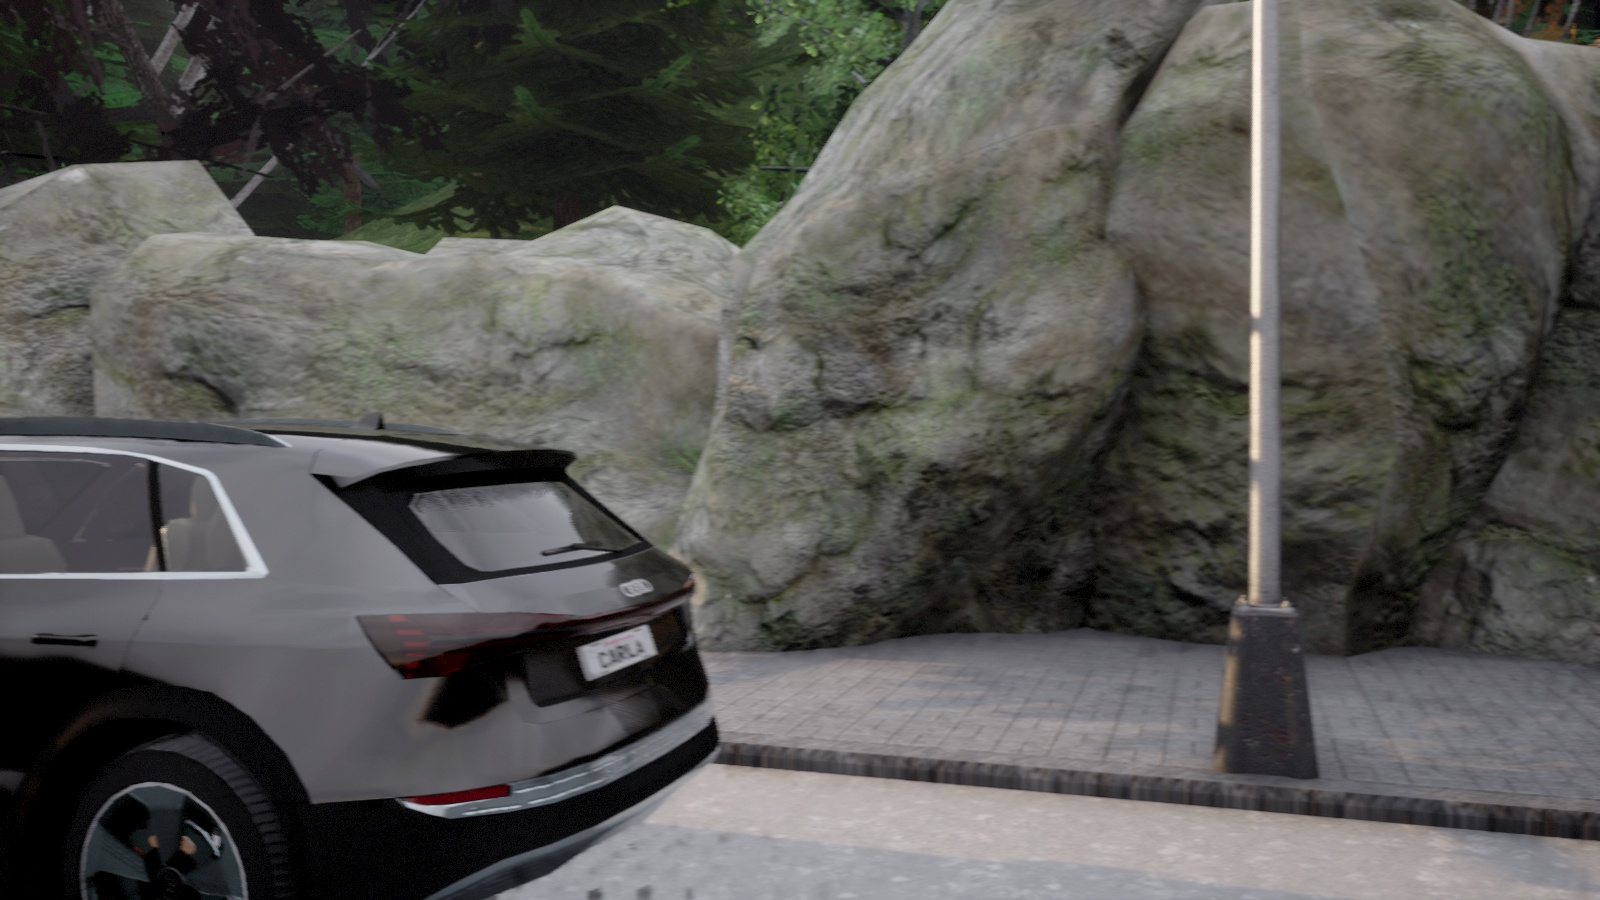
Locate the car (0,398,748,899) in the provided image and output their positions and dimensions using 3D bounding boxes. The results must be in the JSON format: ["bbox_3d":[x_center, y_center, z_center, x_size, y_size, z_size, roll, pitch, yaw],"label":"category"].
[{"bbox_3d":[-2.829,0.671,4.672,4.856,1.649,2.033,0,1,19],"label":"car"}]
